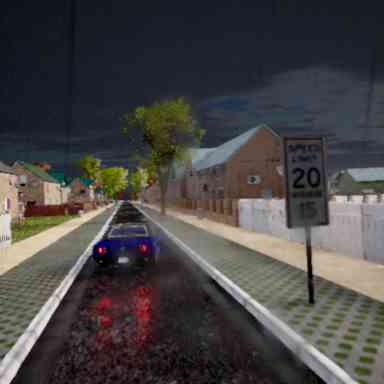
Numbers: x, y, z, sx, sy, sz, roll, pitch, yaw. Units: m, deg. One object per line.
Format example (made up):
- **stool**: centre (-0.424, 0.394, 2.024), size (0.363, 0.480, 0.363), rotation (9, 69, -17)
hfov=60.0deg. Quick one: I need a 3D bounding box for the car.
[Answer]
- **car**: centre (-2.122, 1.773, 12.162), size (1.895, 1.301, 4.718), rotation (-3, -1, -2)
